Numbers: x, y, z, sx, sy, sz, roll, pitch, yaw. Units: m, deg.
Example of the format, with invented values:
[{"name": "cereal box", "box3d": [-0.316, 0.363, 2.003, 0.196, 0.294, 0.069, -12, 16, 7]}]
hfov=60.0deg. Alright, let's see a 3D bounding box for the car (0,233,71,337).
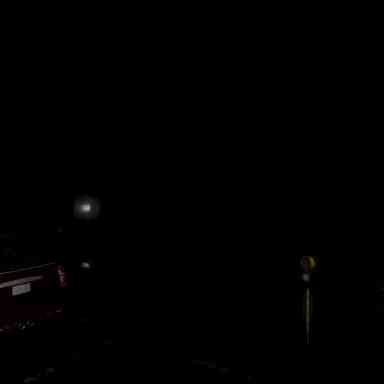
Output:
[{"name": "car", "box3d": [-4.064, 1.440, 5.975, 4.097, 1.590, 1.967, 0, 0, 36]}]
